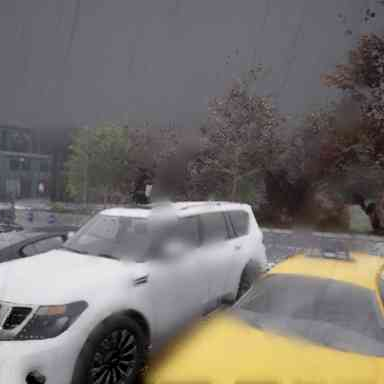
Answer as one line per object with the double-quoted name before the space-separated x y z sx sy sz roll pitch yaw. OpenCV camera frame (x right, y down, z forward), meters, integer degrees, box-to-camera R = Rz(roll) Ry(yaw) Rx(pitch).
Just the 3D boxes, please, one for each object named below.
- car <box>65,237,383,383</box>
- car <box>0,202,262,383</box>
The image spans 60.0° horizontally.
"car" 1.517 1.477 3.836 1.946 1.575 5.366 0 0 35
"car" -0.652 1.228 5.576 2.435 2.045 5.566 0 0 35
